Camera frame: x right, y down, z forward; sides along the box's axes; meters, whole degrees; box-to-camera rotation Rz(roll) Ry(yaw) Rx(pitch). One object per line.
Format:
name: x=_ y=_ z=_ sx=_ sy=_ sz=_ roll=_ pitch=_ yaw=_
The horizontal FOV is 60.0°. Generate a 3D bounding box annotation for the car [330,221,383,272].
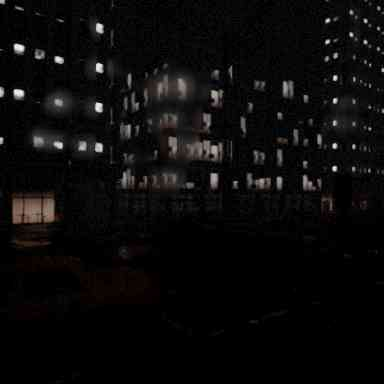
car: x=6.410 y=1.650 z=11.104 sx=4.507 sy=1.381 sz=1.887 roll=1 pitch=0 yaw=-35

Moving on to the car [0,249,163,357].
car: x=-2.749 y=1.529 z=4.598 sx=4.829 sy=1.417 sz=1.752 roll=1 pitch=0 yaw=-35
